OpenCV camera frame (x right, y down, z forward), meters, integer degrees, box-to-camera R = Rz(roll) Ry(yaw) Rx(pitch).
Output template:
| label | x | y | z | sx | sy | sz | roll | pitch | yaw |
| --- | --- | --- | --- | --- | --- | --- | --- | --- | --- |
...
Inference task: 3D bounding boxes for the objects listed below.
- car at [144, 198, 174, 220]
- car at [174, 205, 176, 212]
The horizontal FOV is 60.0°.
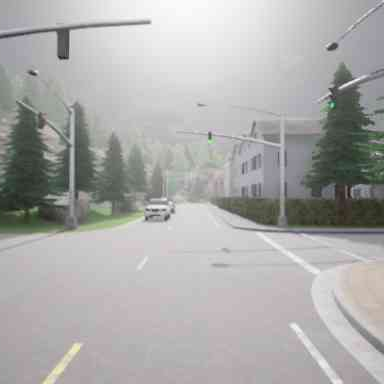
| label | x | y | z | sx | sy | sz | roll | pitch | yaw |
| --- | --- | --- | --- | --- | --- | --- | --- | --- | --- |
| car | -3.321 | 1.666 | 33.032 | 2.150 | 2.045 | 5.566 | 0 | -1 | 1 |
| car | -3.203 | 2.099 | 44.992 | 2.128 | 1.511 | 4.902 | 0 | -1 | 1 |
